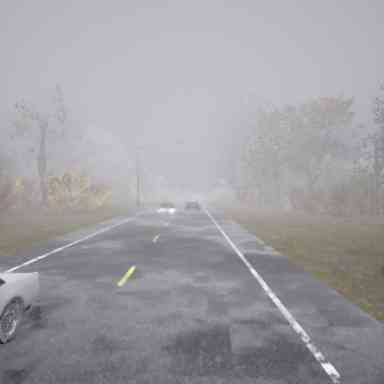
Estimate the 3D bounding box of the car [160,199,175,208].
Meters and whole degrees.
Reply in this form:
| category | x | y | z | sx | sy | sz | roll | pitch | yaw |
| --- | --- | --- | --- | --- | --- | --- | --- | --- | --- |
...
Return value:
| category | x | y | z | sx | sy | sz | roll | pitch | yaw |
| --- | --- | --- | --- | --- | --- | --- | --- | --- | --- |
| car | -3.589 | 1.672 | 48.485 | 1.895 | 1.301 | 4.718 | 0 | 0 | 1 |

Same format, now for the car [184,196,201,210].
| category | x | y | z | sx | sy | sz | roll | pitch | yaw |
| --- | --- | --- | --- | --- | --- | --- | --- | --- | --- |
| car | 0.078 | 1.588 | 43.716 | 1.812 | 1.442 | 4.674 | 0 | 0 | 0 |

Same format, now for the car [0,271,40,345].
| category | x | y | z | sx | sy | sz | roll | pitch | yaw |
| --- | --- | --- | --- | --- | --- | --- | --- | --- | --- |
| car | -3.599 | 1.610 | 3.621 | 1.895 | 1.301 | 4.718 | 0 | 0 | 0 |
